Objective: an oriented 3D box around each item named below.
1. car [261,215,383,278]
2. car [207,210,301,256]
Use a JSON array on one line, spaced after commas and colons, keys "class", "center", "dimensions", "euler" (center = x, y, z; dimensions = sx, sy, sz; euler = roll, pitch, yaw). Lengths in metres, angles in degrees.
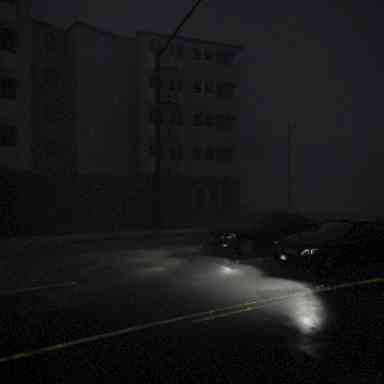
[{"class": "car", "center": [4.661, 1.525, 10.100], "dimensions": [4.674, 1.442, 1.812], "euler": [0, 0, -23]}, {"class": "car", "center": [3.009, 1.477, 13.183], "dimensions": [5.008, 1.535, 1.882], "euler": [0, 0, -24]}]
